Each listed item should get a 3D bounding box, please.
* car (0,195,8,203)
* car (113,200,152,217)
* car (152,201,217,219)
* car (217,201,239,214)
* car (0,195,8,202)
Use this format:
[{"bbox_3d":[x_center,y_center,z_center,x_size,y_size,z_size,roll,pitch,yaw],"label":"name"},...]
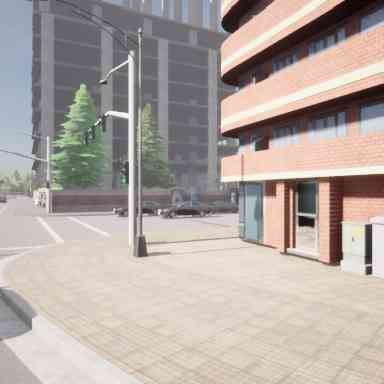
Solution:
[{"bbox_3d":[-38.017,1.593,65.938,1.895,1.301,4.718,0,0,-27],"label":"car"},{"bbox_3d":[-4.962,1.546,31.531,4.902,1.511,2.128,0,0,-27],"label":"car"},{"bbox_3d":[-0.654,1.546,29.781,4.902,1.511,2.128,0,0,-27],"label":"car"},{"bbox_3d":[2.998,1.619,35.541,4.181,1.385,1.994,0,0,-27],"label":"car"},{"bbox_3d":[-42.553,1.498,74.788,1.837,1.490,4.892,0,0,-27],"label":"car"}]
